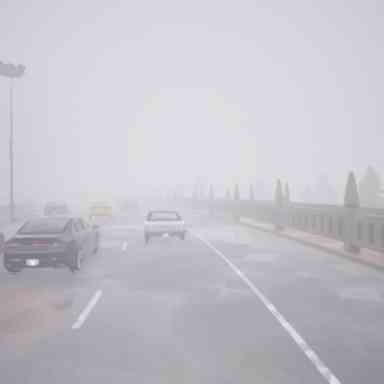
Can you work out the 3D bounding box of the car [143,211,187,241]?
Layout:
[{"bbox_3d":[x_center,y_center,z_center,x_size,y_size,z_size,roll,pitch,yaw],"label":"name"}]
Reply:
[{"bbox_3d":[-1.479,1.569,16.640,1.895,1.301,4.718,0,0,-9],"label":"car"}]

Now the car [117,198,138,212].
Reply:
[{"bbox_3d":[-7.428,1.447,38.104,1.837,1.490,4.892,0,0,-21],"label":"car"}]

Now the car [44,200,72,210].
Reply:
[{"bbox_3d":[-11.483,1.456,28.532,1.882,1.535,5.008,0,0,-17],"label":"car"}]

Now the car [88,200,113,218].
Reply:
[{"bbox_3d":[-7.965,1.442,28.957,1.882,1.535,5.008,0,0,-16],"label":"car"}]

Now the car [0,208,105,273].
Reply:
[{"bbox_3d":[-4.205,1.496,10.672,1.837,1.490,4.892,0,0,-6],"label":"car"}]
